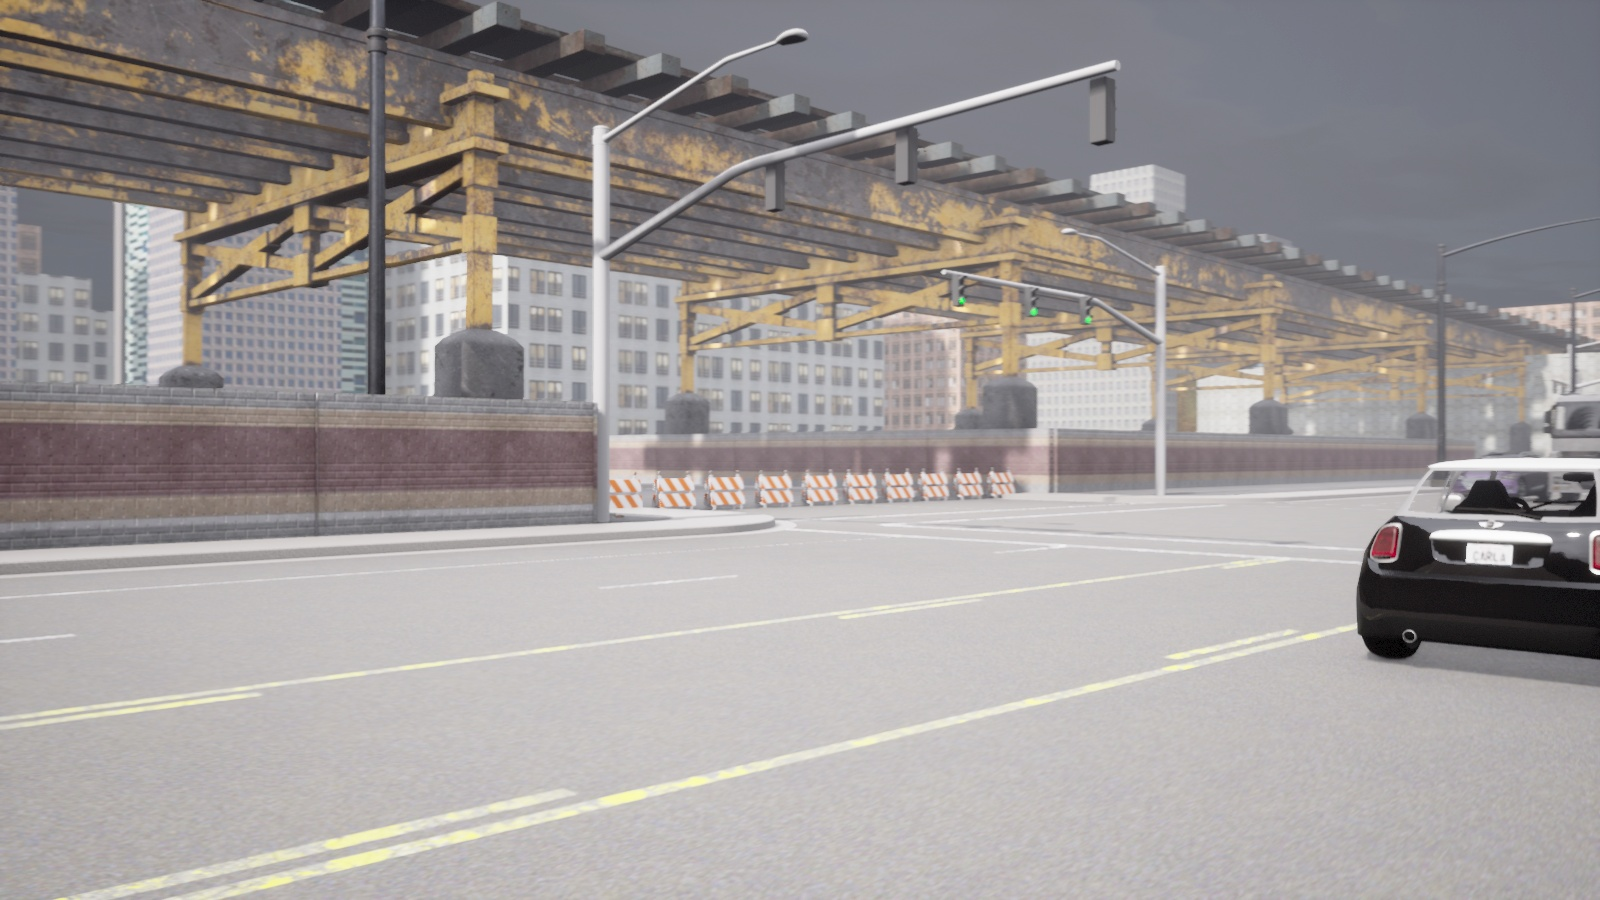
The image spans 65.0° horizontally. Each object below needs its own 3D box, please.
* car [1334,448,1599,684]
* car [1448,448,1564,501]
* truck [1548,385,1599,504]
[{"bbox_3d":[5.892,0.732,9.662,3.806,1.475,1.970,0,0,-44],"label":"car"},{"bbox_3d":[23.330,0.771,41.405,4.856,1.649,2.033,0,0,-44],"label":"car"},{"bbox_3d":[26.292,-0.159,39.409,7.936,3.462,2.891,0,0,-44],"label":"truck"}]
